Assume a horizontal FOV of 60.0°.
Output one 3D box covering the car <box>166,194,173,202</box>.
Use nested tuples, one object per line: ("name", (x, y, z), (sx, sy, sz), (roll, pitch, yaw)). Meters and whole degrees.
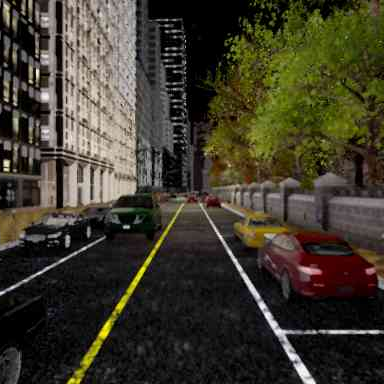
("car", (-5.263, 1.191, 64.430), (1.887, 1.381, 4.507), (0, 0, 0))

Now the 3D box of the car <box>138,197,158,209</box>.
("car", (-5.504, 1.333, 41.936), (1.947, 1.339, 4.313), (0, 0, 0))

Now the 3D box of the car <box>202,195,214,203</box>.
("car", (2.713, 1.222, 58.552), (1.887, 1.381, 4.507), (0, 0, 0))

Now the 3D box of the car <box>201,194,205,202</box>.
("car", (2.667, 1.288, 47.272), (2.008, 1.369, 4.403), (0, 0, 0))

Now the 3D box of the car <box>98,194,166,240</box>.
("car", (-2.767, 1.114, 16.793), (2.150, 2.045, 5.566), (0, 0, 0))

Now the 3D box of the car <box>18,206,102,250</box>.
("car", (-5.475, 1.472, 13.799), (2.008, 1.369, 4.403), (0, 0, 0))

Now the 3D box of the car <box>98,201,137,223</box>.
("car", (-5.486, 1.425, 25.054), (1.947, 1.339, 4.313), (0, 0, 0))

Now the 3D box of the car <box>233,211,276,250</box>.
("car", (2.696, 1.447, 13.681), (1.752, 1.417, 4.829), (0, 0, 0))

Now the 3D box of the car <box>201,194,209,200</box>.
("car", (2.904, 1.113, 75.643), (1.752, 1.417, 4.829), (0, 0, 1))

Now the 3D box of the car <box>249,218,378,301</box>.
("car", (2.701, 1.536, 7.886), (1.802, 1.307, 4.206), (0, 0, 0))

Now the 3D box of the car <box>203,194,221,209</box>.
("car", (2.666, 1.312, 41.639), (1.887, 1.381, 4.507), (0, 0, 0))

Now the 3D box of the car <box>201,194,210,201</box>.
("car", (2.823, 1.163, 69.834), (1.887, 1.381, 4.507), (0, 0, 1))

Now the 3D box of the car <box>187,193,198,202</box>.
("car", (0.033, 1.259, 62.099), (1.895, 1.301, 4.718), (0, 0, 1))

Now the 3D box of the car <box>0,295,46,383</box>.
("car", (-2.850, 1.588, 2.154), (1.895, 1.301, 4.718), (0, 0, 0))

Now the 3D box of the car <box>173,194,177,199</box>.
("car", (-4.920, 1.097, 86.932), (1.947, 1.339, 4.313), (0, 0, 1))
